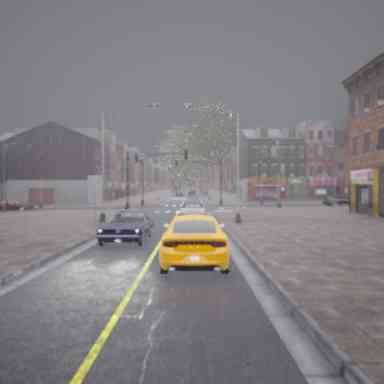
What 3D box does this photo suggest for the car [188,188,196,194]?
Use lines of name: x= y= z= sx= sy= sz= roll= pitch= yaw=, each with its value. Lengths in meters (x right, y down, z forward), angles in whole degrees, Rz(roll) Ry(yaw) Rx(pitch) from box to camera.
car: x=-0.024 y=-0.321 z=93.046 sx=1.994 sy=1.385 sz=4.181 roll=0 pitch=2 yaw=0

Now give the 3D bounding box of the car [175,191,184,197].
car: x=-2.770 y=0.478 z=72.914 sx=1.895 sy=1.301 sz=4.718 roll=0 pitch=2 yaw=0

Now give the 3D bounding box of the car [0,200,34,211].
car: x=-20.391 y=1.535 z=37.904 sx=4.507 sy=1.381 sz=1.887 roll=-1 pitch=1 yaw=0

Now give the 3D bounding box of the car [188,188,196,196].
car: x=-0.021 y=0.064 z=82.626 sx=1.882 sy=1.535 sz=5.008 roll=0 pitch=2 yaw=0

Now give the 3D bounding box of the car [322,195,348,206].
car: x=17.192 y=0.998 z=38.055 sx=4.313 sy=1.339 sz=1.947 roll=-1 pitch=1 yaw=0

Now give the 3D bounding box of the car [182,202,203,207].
car: x=0.078 y=1.437 z=26.655 sx=1.895 sy=1.301 sz=4.718 roll=0 pitch=1 yaw=0

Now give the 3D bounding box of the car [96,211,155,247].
car: x=-2.847 y=1.570 z=15.047 sx=1.895 sy=1.301 sz=4.718 roll=0 pitch=0 yaw=0

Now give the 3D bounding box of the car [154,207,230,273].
car: x=0.078 y=1.472 z=10.722 sx=1.882 sy=1.535 sz=5.008 roll=0 pitch=1 yaw=0
